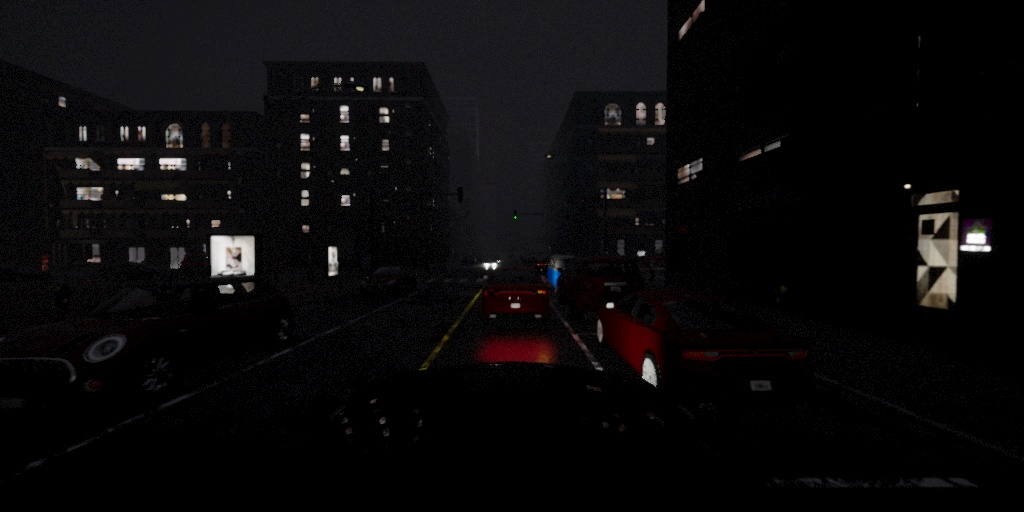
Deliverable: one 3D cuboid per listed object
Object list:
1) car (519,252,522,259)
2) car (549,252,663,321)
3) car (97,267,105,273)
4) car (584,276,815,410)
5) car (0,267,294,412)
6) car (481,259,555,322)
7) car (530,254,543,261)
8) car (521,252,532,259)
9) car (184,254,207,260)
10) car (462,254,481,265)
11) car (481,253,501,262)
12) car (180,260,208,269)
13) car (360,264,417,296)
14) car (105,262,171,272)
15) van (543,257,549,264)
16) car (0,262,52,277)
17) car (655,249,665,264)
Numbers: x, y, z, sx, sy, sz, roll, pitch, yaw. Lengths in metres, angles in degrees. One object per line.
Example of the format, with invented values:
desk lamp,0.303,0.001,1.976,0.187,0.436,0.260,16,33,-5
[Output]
car,2.554,0.392,55.064,1.948,1.339,4.313,0,0,0
car,2.664,0.891,11.626,2.192,1.841,5.009,0,0,0
car,-39.251,1.242,36.291,4.207,1.307,1.802,0,0,-1
car,2.678,1.218,6.098,1.888,1.381,4.507,0,0,0
car,-5.703,1.113,6.078,1.967,1.591,4.097,0,0,0
car,0.076,1.055,11.558,1.882,1.535,5.008,0,1,0
car,4.075,0.763,29.246,4.892,1.490,1.837,-2,-1,-41
car,2.568,0.502,49.542,1.802,1.307,4.207,0,0,0
car,-24.917,0.818,30.533,5.566,2.045,2.150,-1,1,-1
car,-5.813,0.485,49.532,1.948,1.339,4.313,0,0,0
car,-3.205,0.324,54.705,2.128,1.511,4.902,0,1,0
car,-22.459,1.179,27.863,4.403,1.370,2.007,0,0,-1
car,-5.731,1.061,17.132,1.802,1.307,4.207,0,0,0
car,-28.028,1.261,27.810,4.403,1.370,2.007,0,0,-1
van,2.650,0.820,17.152,1.690,1.789,3.998,0,0,0
car,-38.458,1.408,27.757,4.507,1.381,1.888,0,0,-1
car,15.684,0.171,36.732,5.009,1.841,2.192,0,0,-1
